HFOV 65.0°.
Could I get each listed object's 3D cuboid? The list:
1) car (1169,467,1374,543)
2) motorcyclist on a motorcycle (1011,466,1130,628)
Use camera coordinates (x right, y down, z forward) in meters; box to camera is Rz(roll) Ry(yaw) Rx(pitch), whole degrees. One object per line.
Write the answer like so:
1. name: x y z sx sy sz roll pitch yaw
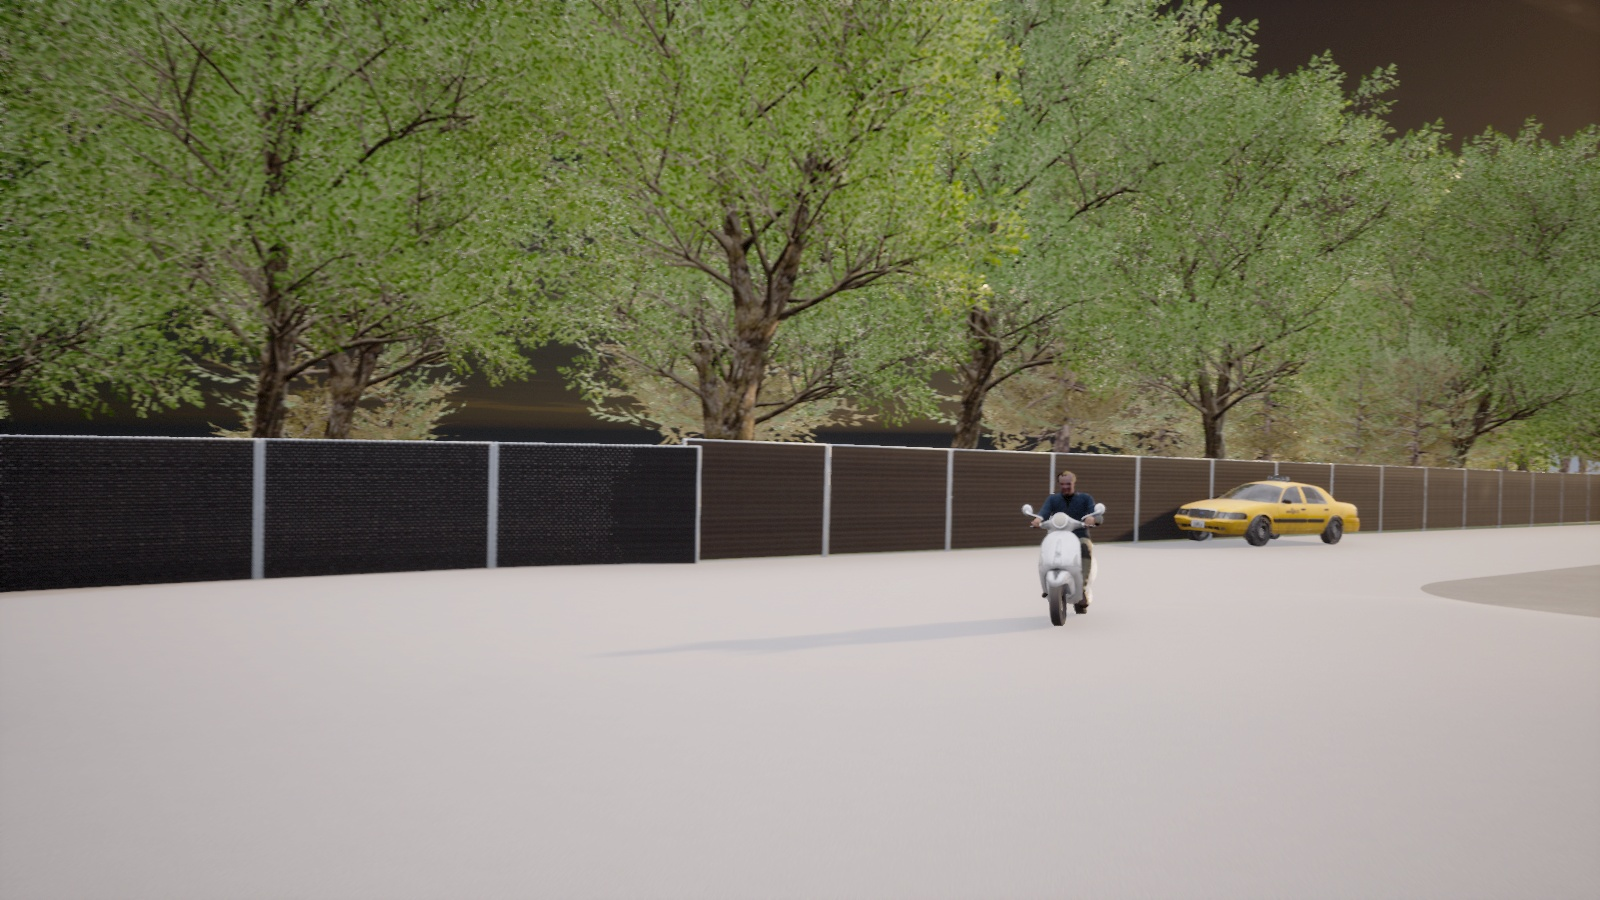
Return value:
1. car: 11.132 1.280 29.466 5.366 1.575 1.801 2 0 -36
2. motorcyclist on a motorcycle: 2.904 0.993 13.352 0.866 1.590 1.817 -3 -3 22
